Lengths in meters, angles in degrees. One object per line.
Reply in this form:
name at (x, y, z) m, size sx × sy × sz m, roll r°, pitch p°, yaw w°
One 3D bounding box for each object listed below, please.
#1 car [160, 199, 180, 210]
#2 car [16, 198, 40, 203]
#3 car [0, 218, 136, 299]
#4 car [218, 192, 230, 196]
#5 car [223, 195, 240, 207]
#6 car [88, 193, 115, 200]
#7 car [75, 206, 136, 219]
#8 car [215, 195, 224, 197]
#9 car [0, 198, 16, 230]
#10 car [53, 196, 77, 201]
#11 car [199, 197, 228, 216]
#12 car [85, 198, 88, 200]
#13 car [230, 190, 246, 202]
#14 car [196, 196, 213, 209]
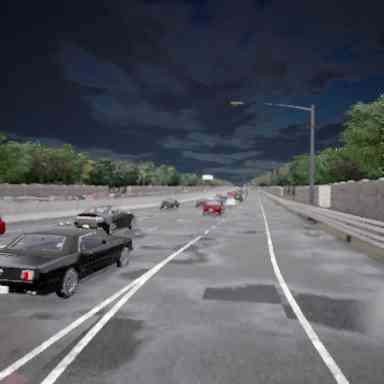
car at (-2.883, 1.672, 45.111) m, size 1.837 × 1.490 × 4.892 m, roll 1°, pitch 0°, yaw 11°
car at (-16.192, 1.505, 32.639) m, size 1.895 × 1.301 × 4.718 m, roll 1°, pitch 0°, yaw 12°
car at (-3.169, 1.591, 8.529) m, size 1.895 × 1.301 × 4.718 m, roll 1°, pitch 0°, yaw 12°
car at (8.227, 1.481, 83.698) m, size 1.882 × 1.535 × 5.008 m, roll 1°, pitch 1°, yaw 11°
car at (6.939, 1.824, 58.688) m, size 1.812 × 1.442 × 4.674 m, roll 1°, pitch 0°, yaw 11°
car at (-12.832, 1.383, 49.189) m, size 2.097 × 1.767 × 4.553 m, roll 1°, pitch 0°, yaw 12°
car at (-4.681, 1.506, 18.573) m, size 2.128 × 1.511 × 4.902 m, roll 1°, pitch 0°, yaw 12°
car at (5.044, 1.807, 67.224) m, size 1.895 × 1.301 × 4.718 m, roll 1°, pitch 1°, yaw 11°
car at (-9.549, 1.130, 12.226) m, size 2.150 × 2.045 × 5.566 m, roll 1°, pitch 0°, yaw 12°
car at (-19.546, 1.428, 51.241) m, size 2.128 × 1.511 × 4.902 m, roll 1°, pitch 0°, yaw 12°
car at (2.419, 1.682, 35.944) m, size 1.882 × 1.535 × 5.008 m, roll 1°, pitch 0°, yaw 11°
car at (-15.323, 1.225, 54.345) m, size 2.150 × 2.045 × 5.566 m, roll 1°, pitch 0°, yaw 12°
car at (11.068, 1.318, 79.911) m, size 2.150 × 2.045 × 5.566 m, roll 1°, pitch 1°, yaw 11°
car at (1.800, 1.756, 50.718) m, size 1.837 × 1.490 × 4.892 m, roll 1°, pitch 0°, yaw 11°
